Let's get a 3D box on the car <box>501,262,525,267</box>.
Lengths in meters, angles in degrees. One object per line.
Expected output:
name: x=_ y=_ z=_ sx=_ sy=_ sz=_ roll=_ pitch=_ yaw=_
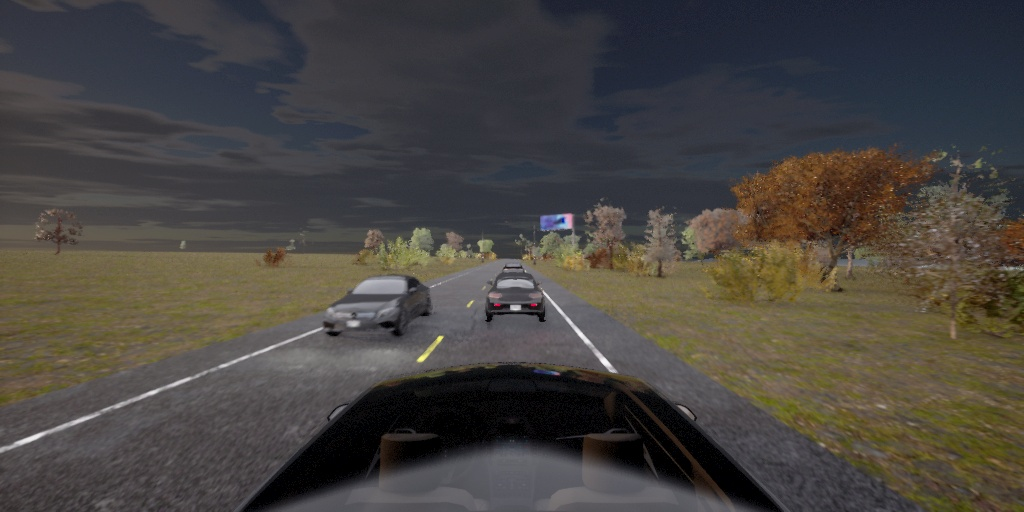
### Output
car: x=0.109 y=1.254 z=30.113 sx=2.128 sy=1.511 sz=4.902 roll=0 pitch=0 yaw=0

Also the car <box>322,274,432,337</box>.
car: x=-3.597 y=1.279 z=10.459 sx=1.812 sy=1.442 sz=4.674 roll=0 pitch=0 yaw=0

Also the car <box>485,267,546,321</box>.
car: x=0.103 y=1.279 z=12.347 sx=1.812 sy=1.442 sz=4.674 roll=0 pitch=0 yaw=0
